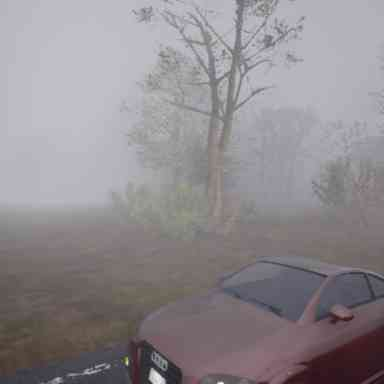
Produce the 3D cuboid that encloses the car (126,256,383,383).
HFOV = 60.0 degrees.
[{"bbox_3d":[1.313,1.593,4.244,4.181,1.385,1.994,1,0,-35],"label":"car"}]
